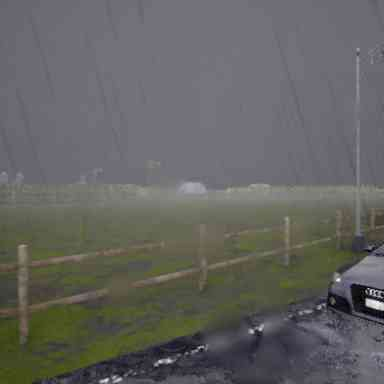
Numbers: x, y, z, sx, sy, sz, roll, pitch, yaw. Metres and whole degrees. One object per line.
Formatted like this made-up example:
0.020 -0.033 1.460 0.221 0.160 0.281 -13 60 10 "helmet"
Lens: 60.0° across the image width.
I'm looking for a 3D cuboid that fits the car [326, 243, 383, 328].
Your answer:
4.416 1.532 6.249 4.181 1.385 1.994 0 0 -36 "car"
